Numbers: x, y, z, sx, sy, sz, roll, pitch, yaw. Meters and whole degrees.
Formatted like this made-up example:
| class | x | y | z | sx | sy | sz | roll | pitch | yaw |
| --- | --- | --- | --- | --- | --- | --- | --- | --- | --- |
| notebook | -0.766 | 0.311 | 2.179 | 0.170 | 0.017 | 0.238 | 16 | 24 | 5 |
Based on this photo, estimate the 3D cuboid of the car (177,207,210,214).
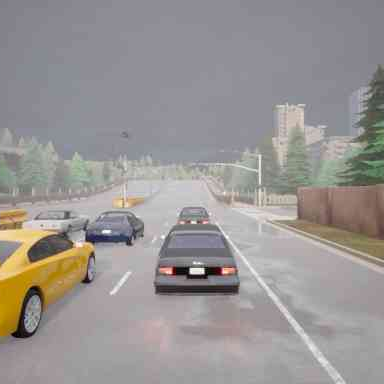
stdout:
| class | x | y | z | sx | sy | sz | roll | pitch | yaw |
| --- | --- | --- | --- | --- | --- | --- | --- | --- | --- |
| car | 0.105 | 1.547 | 18.893 | 2.033 | 1.411 | 5.357 | 0 | 0 | 1 |

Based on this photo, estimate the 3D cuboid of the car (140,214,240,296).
| class | x | y | z | sx | sy | sz | roll | pitch | yaw |
| --- | --- | --- | --- | --- | --- | --- | --- | --- | --- |
| car | 0.092 | 1.547 | 8.827 | 2.033 | 1.411 | 5.357 | 0 | 0 | 0 |

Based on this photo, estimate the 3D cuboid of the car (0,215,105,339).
| class | x | y | z | sx | sy | sz | roll | pitch | yaw |
| --- | --- | --- | --- | --- | --- | --- | --- | --- | --- |
| car | -3.406 | 1.478 | 6.617 | 1.882 | 1.535 | 5.008 | 0 | 0 | 0 |

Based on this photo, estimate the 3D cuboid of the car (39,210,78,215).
| class | x | y | z | sx | sy | sz | roll | pitch | yaw |
| --- | --- | --- | --- | --- | --- | --- | --- | --- | --- |
| car | -6.916 | 1.601 | 17.603 | 1.895 | 1.301 | 4.718 | 0 | 0 | 0 |

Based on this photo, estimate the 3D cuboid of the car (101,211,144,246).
| class | x | y | z | sx | sy | sz | roll | pitch | yaw |
| --- | --- | --- | --- | --- | --- | --- | --- | --- | --- |
| car | -3.420 | 1.564 | 15.374 | 1.994 | 1.385 | 4.181 | 0 | 0 | 0 |
